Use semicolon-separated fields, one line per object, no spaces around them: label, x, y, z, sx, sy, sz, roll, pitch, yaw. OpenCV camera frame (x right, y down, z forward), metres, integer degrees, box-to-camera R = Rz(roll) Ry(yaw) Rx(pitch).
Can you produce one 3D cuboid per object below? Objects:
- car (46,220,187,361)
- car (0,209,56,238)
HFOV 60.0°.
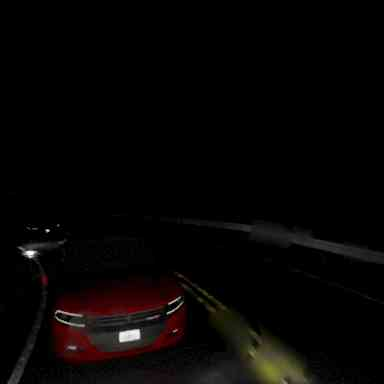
car;-1.627;1.500;6.404;1.882;1.535;5.008;-1;0;-20
car;-8.701;1.673;17.651;4.892;1.490;1.837;-2;2;43
